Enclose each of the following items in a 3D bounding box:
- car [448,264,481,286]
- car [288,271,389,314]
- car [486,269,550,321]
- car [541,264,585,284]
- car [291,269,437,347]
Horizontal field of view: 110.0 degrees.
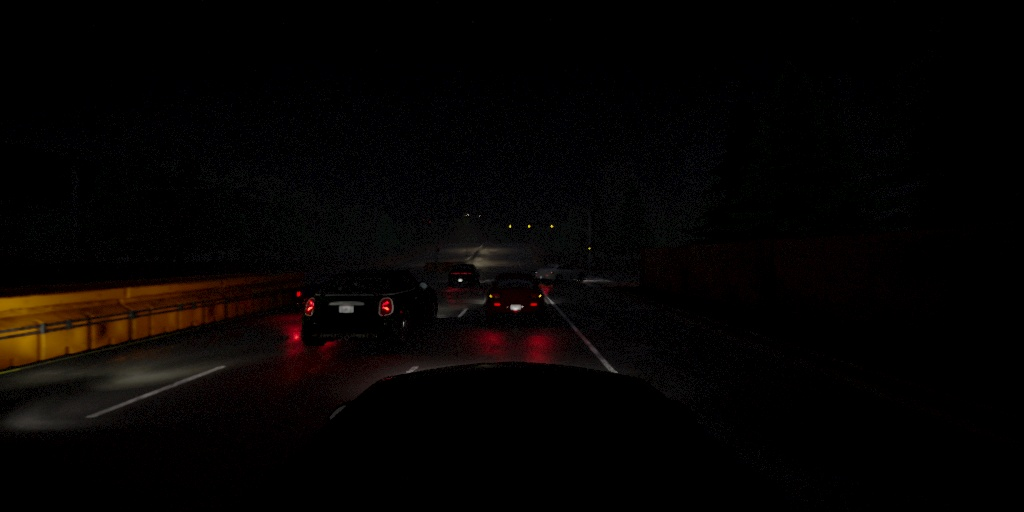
[{"bbox_3d":[-3.394,1.308,25.947,1.837,1.490,4.892,0,0,0],"label":"car"},{"bbox_3d":[-6.897,1.379,14.939,1.895,1.301,4.718,0,0,0],"label":"car"},{"bbox_3d":[0.102,1.298,12.512,1.812,1.442,4.674,0,0,0],"label":"car"},{"bbox_3d":[3.763,1.331,27.795,4.674,1.442,1.812,0,-1,-45],"label":"car"},{"bbox_3d":[-3.397,1.119,9.484,2.097,1.767,4.553,0,0,0],"label":"car"}]
